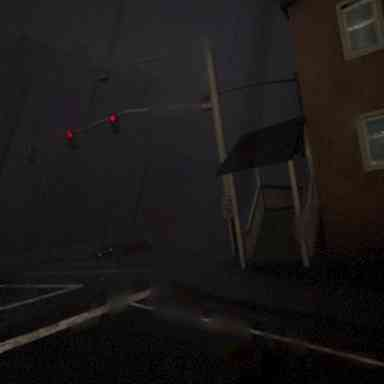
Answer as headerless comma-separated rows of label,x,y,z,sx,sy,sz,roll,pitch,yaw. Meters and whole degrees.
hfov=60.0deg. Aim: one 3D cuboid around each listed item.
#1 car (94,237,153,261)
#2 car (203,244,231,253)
car,-4.676,3.955,23.413,1.812,1.442,4.674,-11,-10,33
car,3.034,6.053,33.906,2.128,1.511,4.902,-11,-18,34
